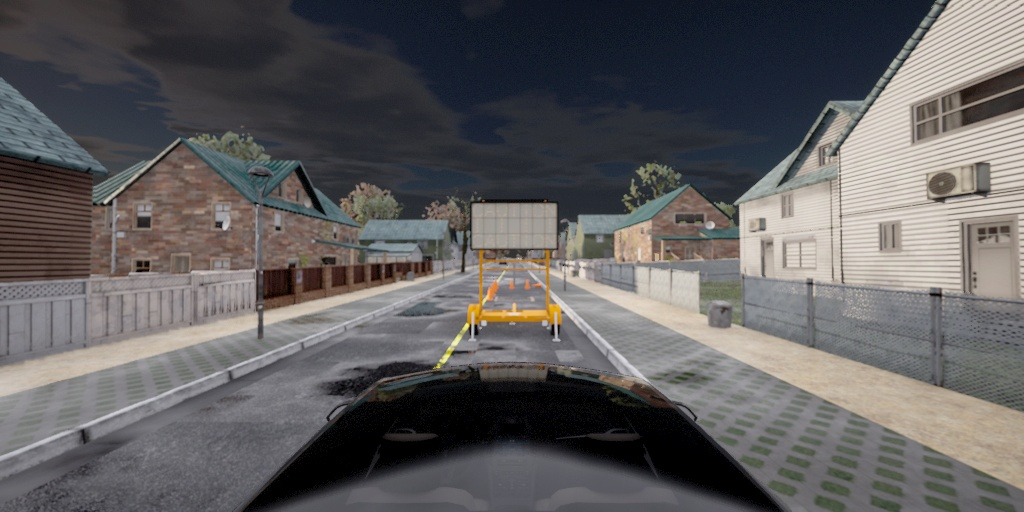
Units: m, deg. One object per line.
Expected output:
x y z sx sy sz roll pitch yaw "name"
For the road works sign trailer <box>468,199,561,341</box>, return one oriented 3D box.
0.067 0.244 9.928 2.380 3.560 2.880 0 0 0 "road works sign trailer"
